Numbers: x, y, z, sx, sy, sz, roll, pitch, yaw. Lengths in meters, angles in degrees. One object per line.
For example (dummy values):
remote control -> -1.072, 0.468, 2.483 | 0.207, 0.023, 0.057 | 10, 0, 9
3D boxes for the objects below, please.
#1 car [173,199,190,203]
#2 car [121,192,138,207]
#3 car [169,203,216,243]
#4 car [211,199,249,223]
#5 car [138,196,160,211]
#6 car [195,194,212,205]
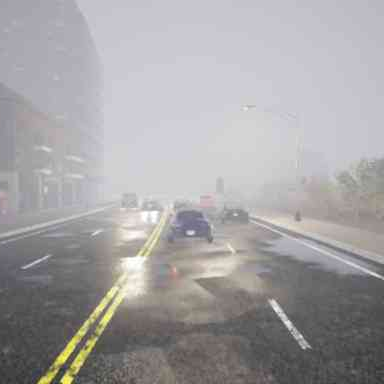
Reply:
car -> -1.151, 1.439, 36.916 | 1.895, 1.301, 4.718 | 0, 0, -4
car -> -8.679, 1.049, 46.825 | 2.150, 2.045, 5.566 | 0, 0, -5
car -> -0.107, 1.460, 15.655 | 1.812, 1.442, 4.674 | 0, 0, -2
car -> 2.813, 1.445, 24.086 | 1.994, 1.385, 4.181 | 0, 0, -2
car -> -4.752, 1.340, 38.666 | 2.128, 1.511, 4.902 | 0, 0, -4
car -> 1.574, 1.145, 42.715 | 2.097, 1.767, 4.553 | 0, 0, -4
